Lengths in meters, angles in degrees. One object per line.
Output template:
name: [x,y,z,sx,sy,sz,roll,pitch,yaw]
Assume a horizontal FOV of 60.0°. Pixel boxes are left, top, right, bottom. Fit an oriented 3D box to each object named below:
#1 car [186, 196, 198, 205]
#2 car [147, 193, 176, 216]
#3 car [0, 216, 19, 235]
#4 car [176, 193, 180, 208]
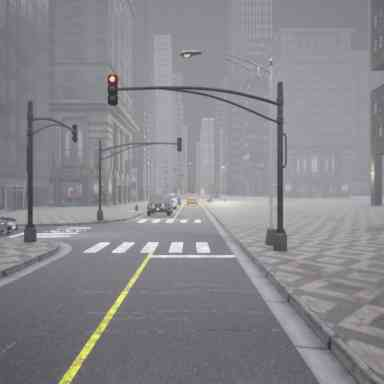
car: [0.012,1.487,57.607,1.882,1.535,5.008,0,0,0]
car: [-3.088,1.220,32.928,2.150,2.045,5.566,0,0,0]
car: [-11.870,1.647,17.790,4.902,1.511,2.128,-1,0,4]
car: [-3.087,1.222,43.832,2.150,2.045,5.566,0,0,0]
